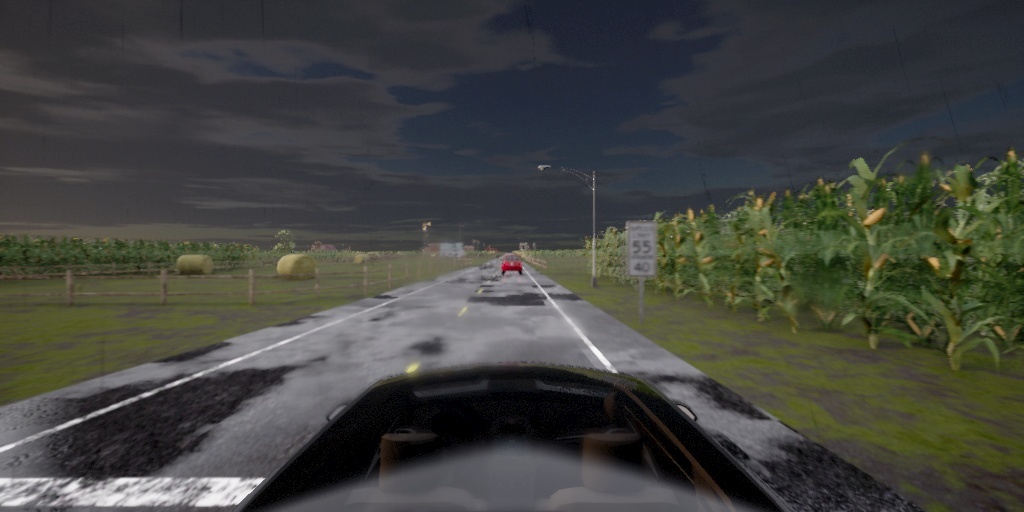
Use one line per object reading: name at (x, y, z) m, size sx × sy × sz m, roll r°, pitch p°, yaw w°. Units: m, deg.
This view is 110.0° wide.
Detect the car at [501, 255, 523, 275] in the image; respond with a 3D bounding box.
car at (-0.007, 0.888, 38.272) m, size 2.150 × 2.045 × 5.566 m, roll 0°, pitch 0°, yaw 0°
